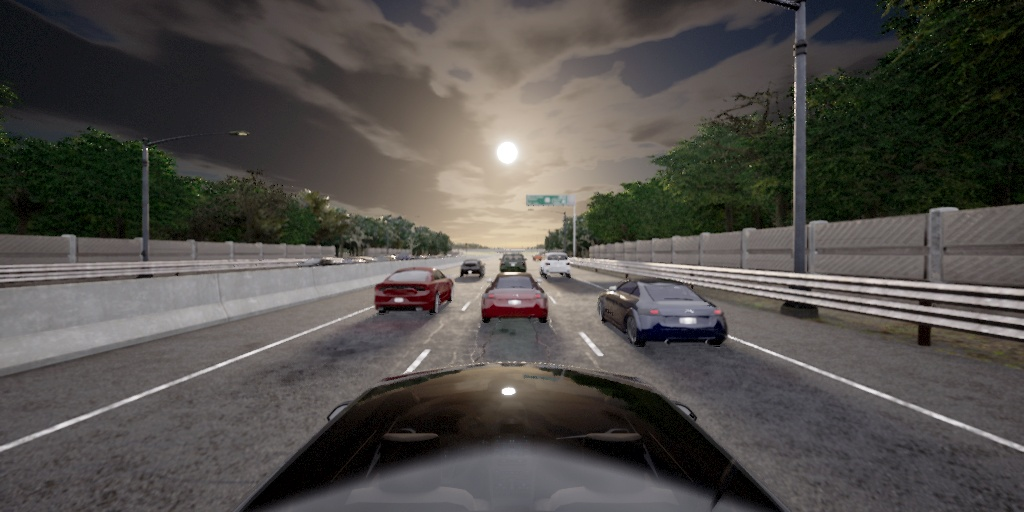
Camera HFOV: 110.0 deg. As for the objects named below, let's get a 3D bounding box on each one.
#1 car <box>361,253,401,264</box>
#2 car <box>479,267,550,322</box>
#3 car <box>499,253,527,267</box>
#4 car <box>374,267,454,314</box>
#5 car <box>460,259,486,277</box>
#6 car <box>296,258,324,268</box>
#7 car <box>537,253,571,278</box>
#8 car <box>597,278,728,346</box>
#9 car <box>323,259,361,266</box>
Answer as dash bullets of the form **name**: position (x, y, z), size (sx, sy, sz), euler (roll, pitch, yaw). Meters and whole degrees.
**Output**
- **car**: position (-14.097, 0.841, 38.853), size (2.097, 1.767, 4.553), euler (0, 0, 0)
- **car**: position (0.081, 1.243, 12.007), size (1.994, 1.385, 4.181), euler (0, 1, 0)
- **car**: position (0.091, 0.767, 30.605), size (2.150, 2.045, 5.566), euler (0, 0, 0)
- **car**: position (-3.414, 1.147, 13.311), size (1.882, 1.535, 5.008), euler (0, 1, 0)
- **car**: position (-3.409, 1.043, 31.607), size (1.837, 1.490, 4.892), euler (0, 0, 0)
- **car**: position (-21.096, 0.968, 38.645), size (1.882, 1.535, 5.008), euler (0, 0, 0)
- **car**: position (3.591, 0.767, 30.586), size (2.150, 2.045, 5.566), euler (0, 0, 0)
- **car**: position (3.573, 1.262, 9.268), size (1.994, 1.385, 4.181), euler (0, 0, 0)
- **car**: position (-17.599, 1.038, 38.564), size (2.033, 1.411, 5.357), euler (0, 0, 0)
